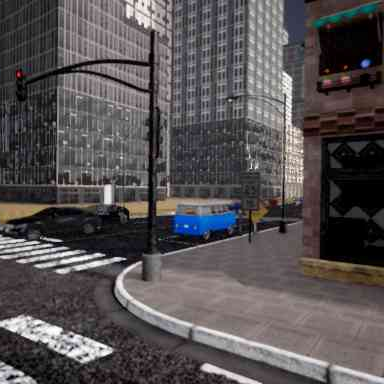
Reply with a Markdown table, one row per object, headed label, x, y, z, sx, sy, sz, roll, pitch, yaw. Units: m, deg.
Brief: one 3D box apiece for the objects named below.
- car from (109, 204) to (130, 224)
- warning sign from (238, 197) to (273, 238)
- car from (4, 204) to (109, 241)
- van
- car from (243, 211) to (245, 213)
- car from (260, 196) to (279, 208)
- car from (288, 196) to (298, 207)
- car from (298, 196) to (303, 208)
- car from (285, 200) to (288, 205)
| label | x | y | z | sx | sy | sz | roll | pitch | yaw |
| --- | --- | --- | --- | --- | --- | --- | --- | --- | --- |
| car | -6.021 | 1.458 | 21.920 | 1.947 | 1.339 | 4.313 | 1 | 1 | 35 |
| warning sign | 3.086 | 1.174 | 16.155 | 1.300 | 1.860 | 1.060 | 1 | 1 | 35 |
| car | -6.833 | 1.464 | 16.756 | 1.812 | 1.442 | 4.674 | 1 | 1 | 40 |
| van | 0.805 | 1.364 | 17.052 | 1.690 | 1.788 | 3.998 | 1 | 1 | 35 |
| car | 4.384 | 1.507 | 32.049 | 1.895 | 1.301 | 4.718 | 1 | 1 | 36 |
| car | 10.039 | 1.285 | 44.442 | 1.967 | 1.590 | 4.097 | 1 | 1 | 35 |
| car | 16.204 | 1.378 | 48.457 | 2.128 | 1.511 | 4.902 | 1 | 1 | 35 |
| car | 15.534 | 1.409 | 42.276 | 1.882 | 1.535 | 5.008 | 1 | 1 | 36 |
| car | 16.364 | 1.355 | 53.314 | 1.752 | 1.417 | 4.829 | 1 | 1 | 35 |
